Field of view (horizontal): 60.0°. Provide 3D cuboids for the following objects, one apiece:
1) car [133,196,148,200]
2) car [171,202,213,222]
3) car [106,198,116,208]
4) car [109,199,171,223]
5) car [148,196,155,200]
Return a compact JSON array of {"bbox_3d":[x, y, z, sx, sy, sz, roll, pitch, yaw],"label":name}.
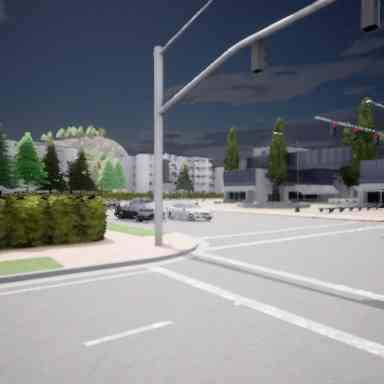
[{"bbox_3d":[-9.126,1.554,55.926,2.033,1.411,5.357,0,0,-4],"label":"car"},{"bbox_3d":[-0.293,1.530,26.455,1.812,1.442,4.674,0,0,-37],"label":"car"},{"bbox_3d":[-10.937,1.569,45.572,1.994,1.385,4.181,0,0,-16],"label":"car"},{"bbox_3d":[-4.120,1.551,25.680,2.033,1.411,5.357,0,0,-37],"label":"car"},{"bbox_3d":[-8.724,1.572,66.358,1.994,1.385,4.181,0,0,14],"label":"car"}]
